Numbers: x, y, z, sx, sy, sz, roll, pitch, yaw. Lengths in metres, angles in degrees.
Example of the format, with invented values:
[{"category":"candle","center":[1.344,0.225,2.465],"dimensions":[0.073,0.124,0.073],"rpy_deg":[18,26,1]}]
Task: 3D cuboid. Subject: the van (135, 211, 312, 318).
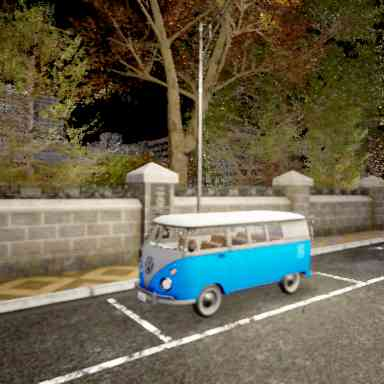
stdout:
[{"category":"van","center":[0.824,1.333,7.135],"dimensions":[3.998,1.788,1.690],"rpy_deg":[0,1,-35]}]
